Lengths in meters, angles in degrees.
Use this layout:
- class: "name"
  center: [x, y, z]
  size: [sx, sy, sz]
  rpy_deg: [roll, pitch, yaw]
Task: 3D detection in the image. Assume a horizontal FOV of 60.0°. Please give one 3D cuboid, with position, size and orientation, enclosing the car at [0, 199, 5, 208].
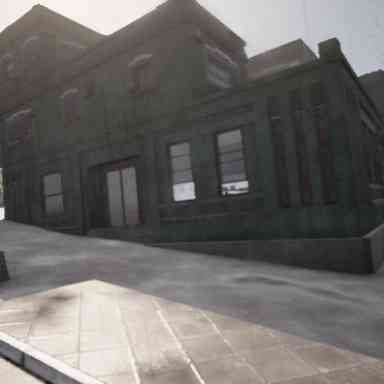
- class: "car"
  center: [-20.012, 1.227, 32.686]
  size: [1.837, 1.490, 4.892]
  rpy_deg: [-7, -1, 16]
